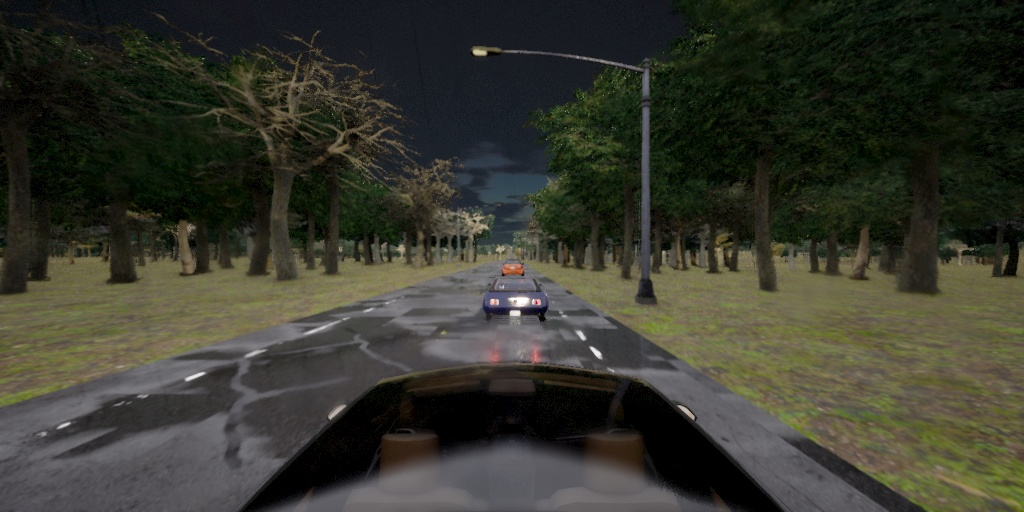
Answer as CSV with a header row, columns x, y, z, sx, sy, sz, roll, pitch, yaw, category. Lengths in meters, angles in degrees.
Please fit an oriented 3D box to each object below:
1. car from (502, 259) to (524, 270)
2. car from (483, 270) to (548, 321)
x,y,z,sx,sy,sz,roll,pitch,yaw,category
0.095,1.080,34.712,2.097,1.767,4.553,0,0,0,car
0.098,1.346,12.434,1.895,1.301,4.718,0,0,0,car
